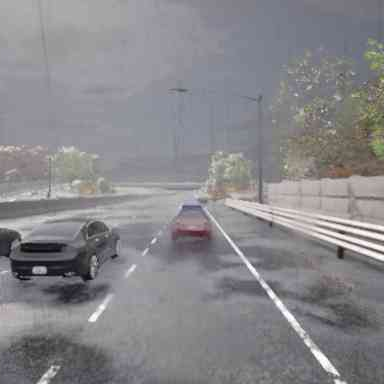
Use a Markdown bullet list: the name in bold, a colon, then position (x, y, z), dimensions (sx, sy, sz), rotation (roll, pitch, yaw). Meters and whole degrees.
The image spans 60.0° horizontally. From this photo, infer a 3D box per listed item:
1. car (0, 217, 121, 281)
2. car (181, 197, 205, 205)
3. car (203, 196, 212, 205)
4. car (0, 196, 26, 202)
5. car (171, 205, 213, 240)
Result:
- **car**: position (-3.402, 1.503, 9.841), dimensions (1.837, 1.490, 4.892), rotation (0, 0, 0)
- **car**: position (-0.004, 1.487, 31.445), dimensions (1.882, 1.535, 5.008), rotation (0, 0, 0)
- **car**: position (2.445, 1.587, 61.925), dimensions (1.837, 1.490, 4.892), rotation (1, 0, 13)
- **car**: position (-21.004, 1.510, 39.081), dimensions (2.128, 1.511, 4.902), rotation (0, 0, 0)
- **car**: position (-0.001, 1.564, 17.114), dimensions (1.994, 1.385, 4.181), rotation (0, 0, 0)
